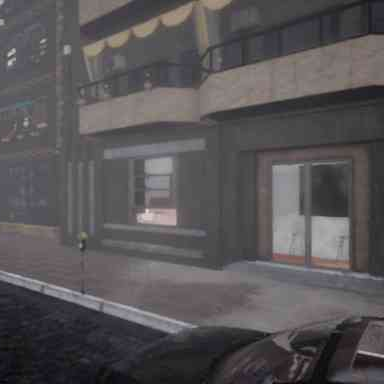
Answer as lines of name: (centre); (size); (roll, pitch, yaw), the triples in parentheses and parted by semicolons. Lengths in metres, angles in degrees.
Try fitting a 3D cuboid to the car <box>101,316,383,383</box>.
car: (1.199, 1.551, 2.021); (4.403, 1.369, 2.008); (0, 0, 35)
